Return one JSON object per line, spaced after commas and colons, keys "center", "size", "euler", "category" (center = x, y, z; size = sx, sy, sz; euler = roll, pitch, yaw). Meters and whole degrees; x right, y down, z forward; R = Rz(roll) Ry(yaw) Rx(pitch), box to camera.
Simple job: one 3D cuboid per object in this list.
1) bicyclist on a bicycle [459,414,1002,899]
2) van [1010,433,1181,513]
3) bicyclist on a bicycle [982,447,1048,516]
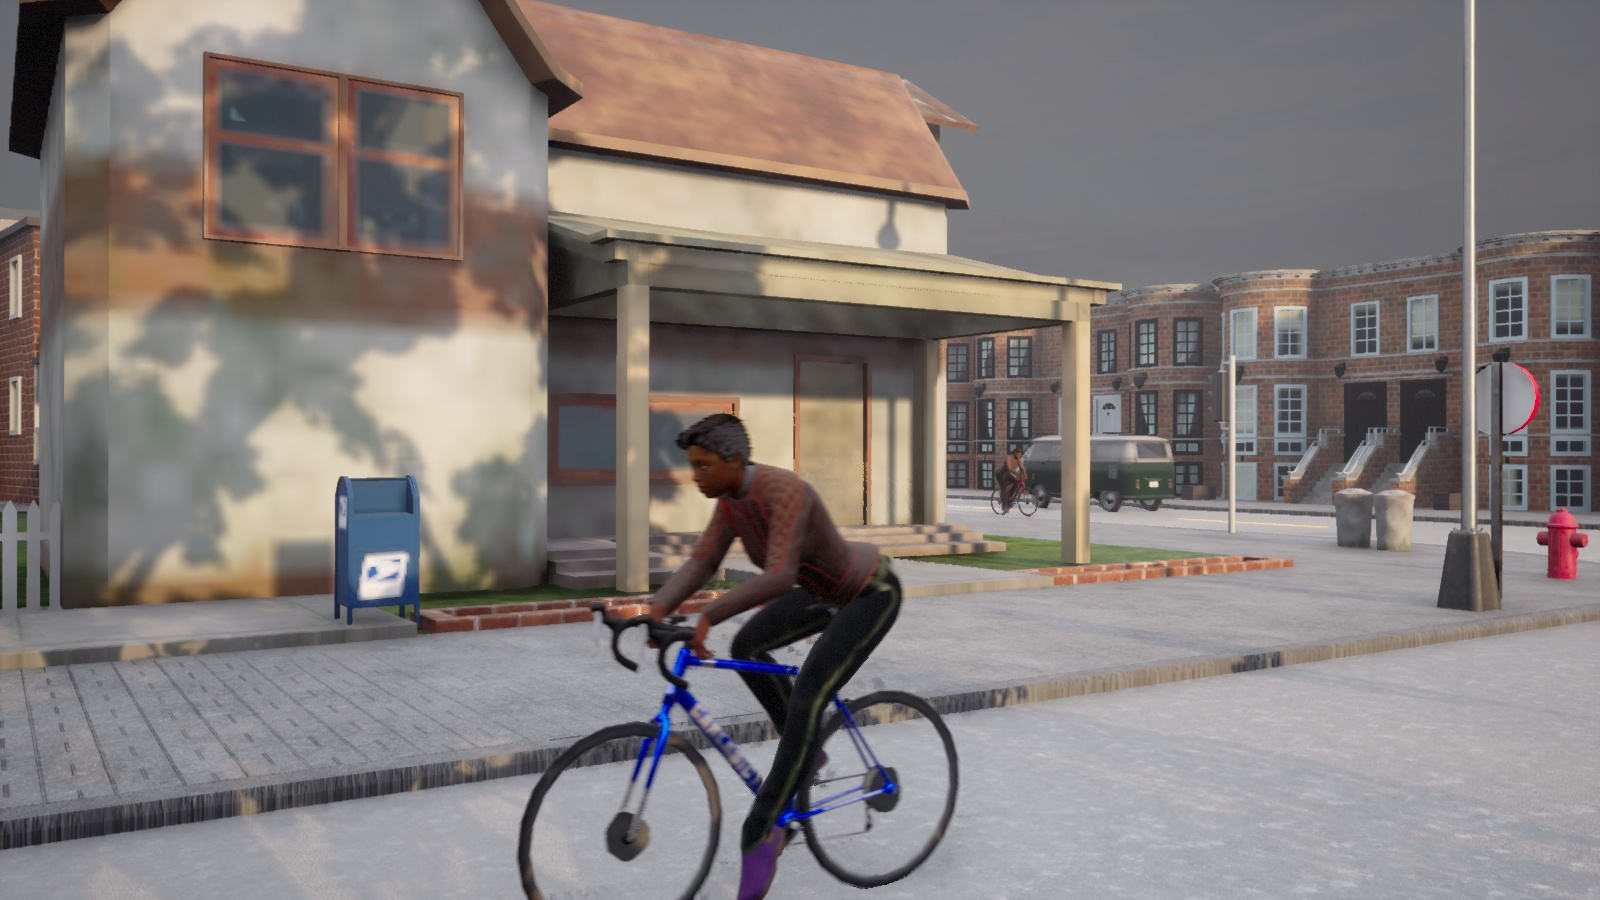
{"center": [-0.182, 0.708, 4.042], "size": [1.656, 1.620, 0.582], "euler": [-1, 0, -32], "category": "bicyclist on a bicycle"}
{"center": [7.773, 0.564, 33.441], "size": [1.775, 1.987, 4.442], "euler": [0, 0, -32], "category": "van"}
{"center": [5.148, 0.759, 30.168], "size": [0.582, 1.620, 1.656], "euler": [0, -1, -33], "category": "bicyclist on a bicycle"}
